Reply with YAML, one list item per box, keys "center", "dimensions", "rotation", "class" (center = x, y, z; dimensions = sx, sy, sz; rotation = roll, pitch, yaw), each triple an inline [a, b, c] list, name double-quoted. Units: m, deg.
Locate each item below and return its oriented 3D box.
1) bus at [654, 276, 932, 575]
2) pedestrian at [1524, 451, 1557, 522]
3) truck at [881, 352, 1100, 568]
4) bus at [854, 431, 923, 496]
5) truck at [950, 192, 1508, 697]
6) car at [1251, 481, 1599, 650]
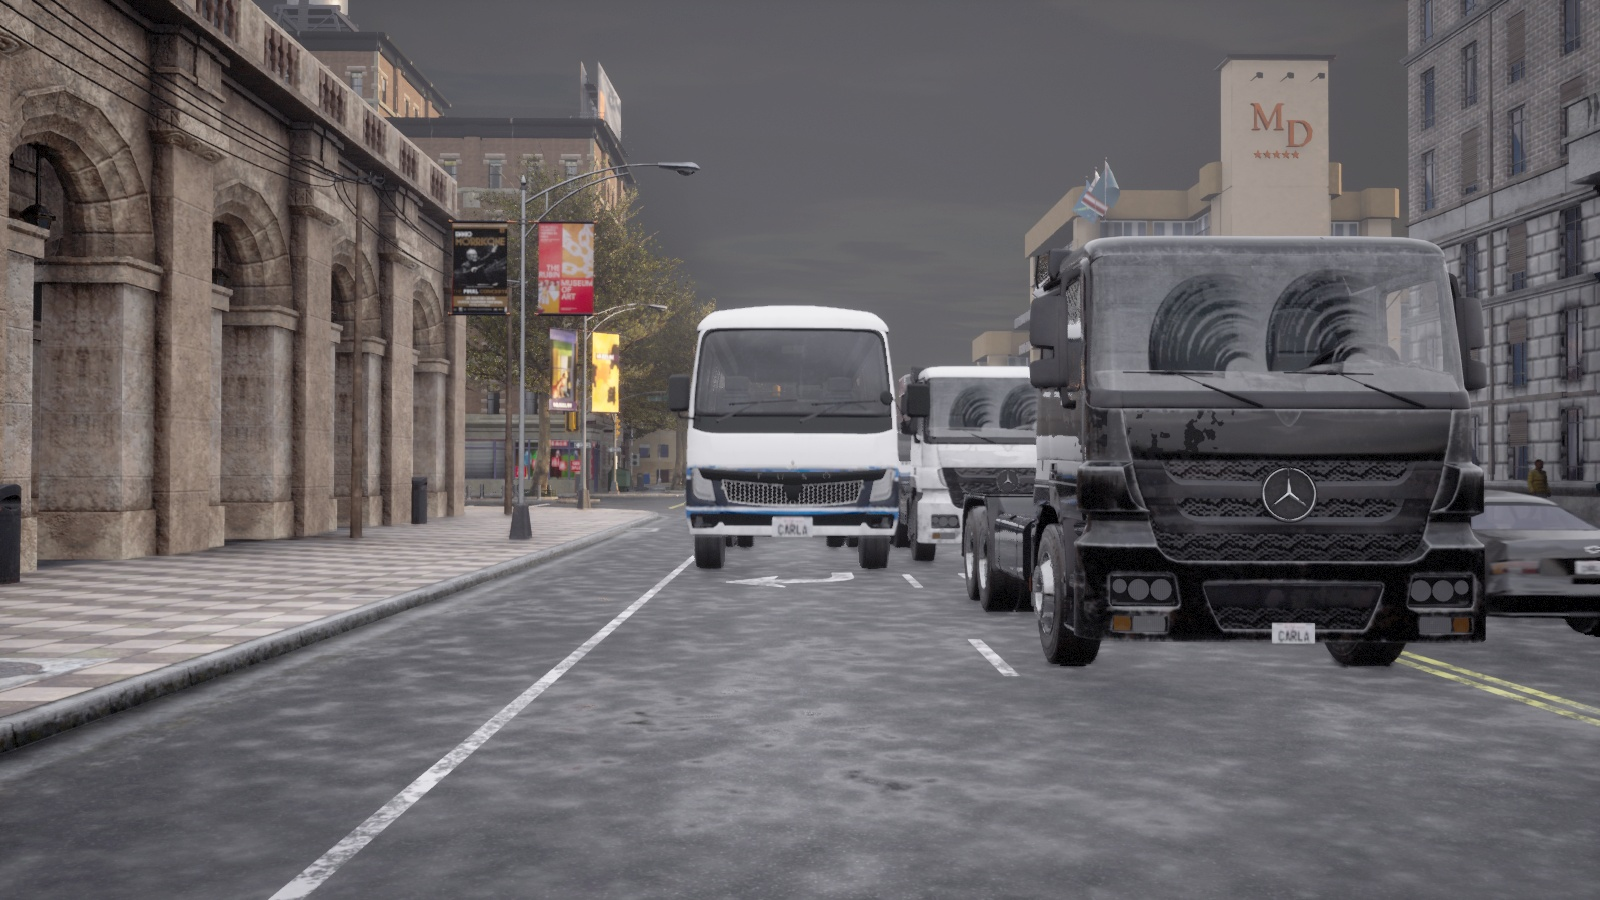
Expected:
- center: [-0.162, -0.175, 23.022]
  dimensions: [3.944, 4.253, 10.273]
  rotation: [0, -2, -1]
  class: "bus"
- center: [19.261, 0.942, 32.687]
  dimensions: [0.431, 1.840, 0.709]
  rotation: [0, -1, 3]
  class: "pedestrian"
- center: [3.329, 0.226, 24.223]
  dimensions: [2.891, 3.462, 7.936]
  rotation: [0, -1, -1]
  class: "truck"
- center: [6.035, 0.882, 87.616]
  dimensions: [3.944, 4.253, 10.273]
  rotation: [0, 0, -1]
  class: "bus"
- center: [3.411, 0.031, 12.597]
  dimensions: [2.891, 3.462, 7.936]
  rotation: [0, -1, 0]
  class: "truck"
- center: [6.891, 1.062, 13.564]
  dimensions: [2.033, 1.411, 5.357]
  rotation: [0, -1, -1]
  class: "car"
